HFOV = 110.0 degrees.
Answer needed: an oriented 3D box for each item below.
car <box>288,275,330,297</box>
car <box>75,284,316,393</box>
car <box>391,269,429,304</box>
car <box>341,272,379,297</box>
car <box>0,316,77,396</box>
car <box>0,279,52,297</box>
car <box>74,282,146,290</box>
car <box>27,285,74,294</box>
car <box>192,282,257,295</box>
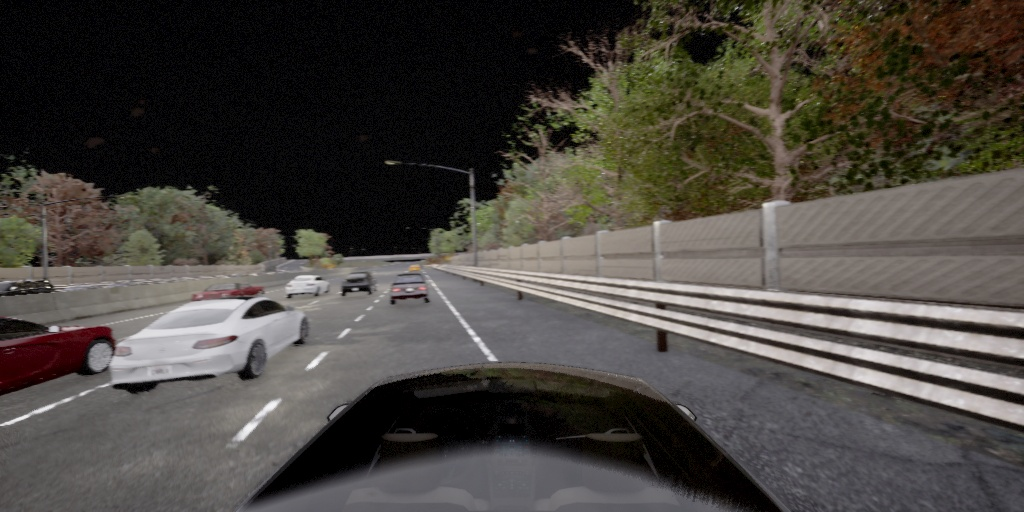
[{"bbox_3d":[-14.127,2.061,24.936,1.812,1.442,4.674,-3,0,-15],"label":"car"},{"bbox_3d":[-5.861,1.582,7.577,1.812,1.442,4.674,-3,0,-15],"label":"car"},{"bbox_3d":[-5.377,1.637,18.956,2.033,1.411,5.357,-3,0,-15],"label":"car"},{"bbox_3d":[-10.434,1.864,24.708,1.837,1.490,4.892,-3,0,-15],"label":"car"},{"bbox_3d":[-8.944,1.670,5.571,1.882,1.535,5.008,-3,0,-15],"label":"car"},{"bbox_3d":[-36.234,2.807,25.670,2.150,2.045,5.566,-3,0,-15],"label":"car"},{"bbox_3d":[-29.379,2.764,27.154,2.128,1.511,4.902,-3,0,-15],"label":"car"},{"bbox_3d":[-33.139,3.000,27.707,2.033,1.411,5.357,-3,0,-15],"label":"car"},{"bbox_3d":[-16.844,2.248,21.634,1.895,1.301,4.718,-3,0,-15],"label":"car"}]
